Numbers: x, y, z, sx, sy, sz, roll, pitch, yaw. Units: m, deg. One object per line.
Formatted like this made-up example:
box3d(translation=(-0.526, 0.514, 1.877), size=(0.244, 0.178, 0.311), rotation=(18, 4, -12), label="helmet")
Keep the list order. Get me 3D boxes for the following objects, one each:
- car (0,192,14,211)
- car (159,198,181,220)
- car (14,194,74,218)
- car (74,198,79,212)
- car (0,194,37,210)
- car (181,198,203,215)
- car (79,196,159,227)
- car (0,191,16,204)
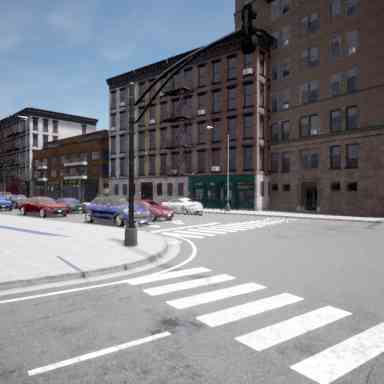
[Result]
box3d(translation=(-19.235, 1.025, 32.293), size=(5.008, 1.535, 1.882), rotation=(1, 0, 40), label="car")
box3d(translation=(-3.382, 1.266, 23.836), size=(4.674, 1.442, 1.812), rotation=(1, 0, 38), label="car")
box3d(translation=(-11.748, 1.118, 26.226), size=(5.008, 1.535, 1.882), rotation=(1, 0, 39), label="car")
box3d(translation=(-11.161, 1.201, 29.918), size=(4.181, 1.385, 1.994), rotation=(1, 0, 39), label="car")
box3d(translation=(-19.166, 1.029, 36.462), size=(4.902, 1.511, 2.128), rotation=(1, 0, 40), label="car")
box3d(translation=(-1.145, 1.271, 30.509), size=(4.674, 1.442, 1.812), rotation=(1, 0, 38), label="car")
box3d(translation=(-4.593, 1.089, 20.587), size=(4.553, 1.767, 2.097), rotation=(1, 0, 39), label="car")
box3d(translation=(-27.587, 0.786, 48.231), size=(4.553, 1.767, 2.097), rotation=(1, 0, 41), label="car")
